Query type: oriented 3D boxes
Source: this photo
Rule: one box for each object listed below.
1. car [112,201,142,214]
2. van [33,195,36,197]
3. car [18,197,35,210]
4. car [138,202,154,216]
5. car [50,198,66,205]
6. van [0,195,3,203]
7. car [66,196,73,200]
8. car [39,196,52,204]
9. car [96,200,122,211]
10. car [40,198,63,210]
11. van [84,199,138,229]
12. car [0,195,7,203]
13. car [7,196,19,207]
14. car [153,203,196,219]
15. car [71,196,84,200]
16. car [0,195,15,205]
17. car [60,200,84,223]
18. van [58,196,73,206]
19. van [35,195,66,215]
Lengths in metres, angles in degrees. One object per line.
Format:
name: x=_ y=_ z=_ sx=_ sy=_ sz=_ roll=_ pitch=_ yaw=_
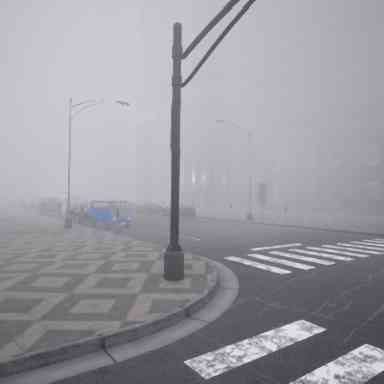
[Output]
car: x=-7.821 y=1.752 z=39.709 sx=1.887 sy=1.381 sz=4.507 roll=1 pitch=-1 yaw=-35
van: x=-36.538 y=1.742 z=80.308 sx=1.690 sy=1.788 sz=3.998 roll=1 pitch=-1 yaw=-35
car: x=-21.191 y=1.681 z=43.810 sx=1.802 sy=1.307 sz=4.206 roll=1 pitch=-1 yaw=-35
car: x=-4.631 y=1.731 z=35.198 sx=1.887 sy=1.381 sz=4.507 roll=1 pitch=-1 yaw=-35
car: x=-26.968 y=1.887 z=66.774 sx=2.008 sy=1.369 sz=4.403 roll=1 pitch=-1 yaw=-35
van: x=-46.701 y=1.613 z=79.906 sx=1.690 sy=1.788 sz=3.998 roll=1 pitch=-1 yaw=-35
car: x=-20.583 y=1.608 z=57.754 sx=2.192 sy=1.841 sz=5.009 roll=1 pitch=-1 yaw=-35
car: x=-33.349 y=1.819 z=75.797 sx=1.967 sy=1.590 sz=4.097 roll=1 pitch=-1 yaw=-35
car: x=-11.110 y=1.755 z=44.358 sx=1.752 sy=1.417 sz=4.829 roll=1 pitch=-1 yaw=-35
car: x=-19.702 y=1.659 z=46.512 sx=1.837 sy=1.490 sz=4.892 roll=1 pitch=-1 yaw=-35
van: x=-5.243 y=1.336 z=21.255 sx=1.690 sy=1.788 sz=3.998 roll=1 pitch=-1 yaw=-35
car: x=-43.511 y=1.565 z=75.394 sx=2.192 sy=1.841 sz=5.009 roll=1 pitch=-1 yaw=-35
car: x=-27.569 y=1.693 z=52.834 sx=2.008 sy=1.369 sz=4.403 roll=1 pitch=-1 yaw=-35
car: x=-1.440 y=1.710 z=30.687 sx=1.887 sy=1.381 sz=4.507 roll=1 pitch=-1 yaw=-35
car: x=-17.395 y=1.816 z=53.241 sx=1.887 sy=1.381 sz=4.507 roll=1 pitch=-1 yaw=-35
car: x=-37.037 y=1.732 z=66.230 sx=1.752 sy=1.417 sz=4.829 roll=1 pitch=-1 yaw=-35
car: x=-8.435 y=1.559 z=25.764 sx=1.887 sy=1.381 sz=4.507 roll=1 pitch=-1 yaw=-35
van: x=-23.775 y=1.656 z=62.265 sx=1.690 sy=1.788 sz=3.998 roll=1 pitch=-1 yaw=-35
van: x=-14.810 y=1.398 z=34.789 sx=1.690 sy=1.788 sz=3.998 roll=1 pitch=-1 yaw=-35
